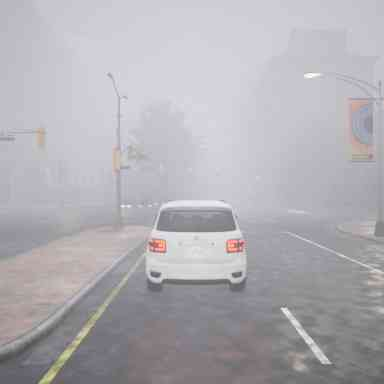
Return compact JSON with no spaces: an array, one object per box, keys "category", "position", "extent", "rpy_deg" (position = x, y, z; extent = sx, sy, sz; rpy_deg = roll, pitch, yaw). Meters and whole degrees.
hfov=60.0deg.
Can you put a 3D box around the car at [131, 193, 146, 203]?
[{"category":"car","position":[-11.218,1.225,69.691],"extent":[2.150,2.045,5.566],"rpy_deg":[0,0,0]}]

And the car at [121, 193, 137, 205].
[{"category":"car","position":[-11.326,1.491,59.772],"extent":[2.128,1.511,4.902],"rpy_deg":[0,0,1]}]

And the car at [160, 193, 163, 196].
[{"category":"car","position":[-7.690,1.225,76.490],"extent":[2.150,2.045,5.566],"rpy_deg":[0,0,0]}]

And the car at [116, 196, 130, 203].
[{"category":"car","position":[-14.466,1.595,69.824],"extent":[1.895,1.301,4.718],"rpy_deg":[0,0,0]}]

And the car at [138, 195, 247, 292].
[{"category":"car","position":[0.108,1.221,9.101],"extent":[2.150,2.045,5.566],"rpy_deg":[0,0,1]}]

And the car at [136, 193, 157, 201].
[{"category":"car","position":[-7.845,1.352,57.989],"extent":[2.097,1.767,4.553],"rpy_deg":[0,0,0]}]

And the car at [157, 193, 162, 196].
[{"category":"car","position":[-7.753,1.525,66.873],"extent":[1.812,1.442,4.674],"rpy_deg":[0,0,1]}]

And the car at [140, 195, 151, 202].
[{"category":"car","position":[-11.175,1.525,80.129],"extent":[2.128,1.511,4.902],"rpy_deg":[0,0,0]}]

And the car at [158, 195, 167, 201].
[{"category":"car","position":[-7.649,1.552,86.305],"extent":[1.994,1.385,4.181],"rpy_deg":[0,0,0]}]
